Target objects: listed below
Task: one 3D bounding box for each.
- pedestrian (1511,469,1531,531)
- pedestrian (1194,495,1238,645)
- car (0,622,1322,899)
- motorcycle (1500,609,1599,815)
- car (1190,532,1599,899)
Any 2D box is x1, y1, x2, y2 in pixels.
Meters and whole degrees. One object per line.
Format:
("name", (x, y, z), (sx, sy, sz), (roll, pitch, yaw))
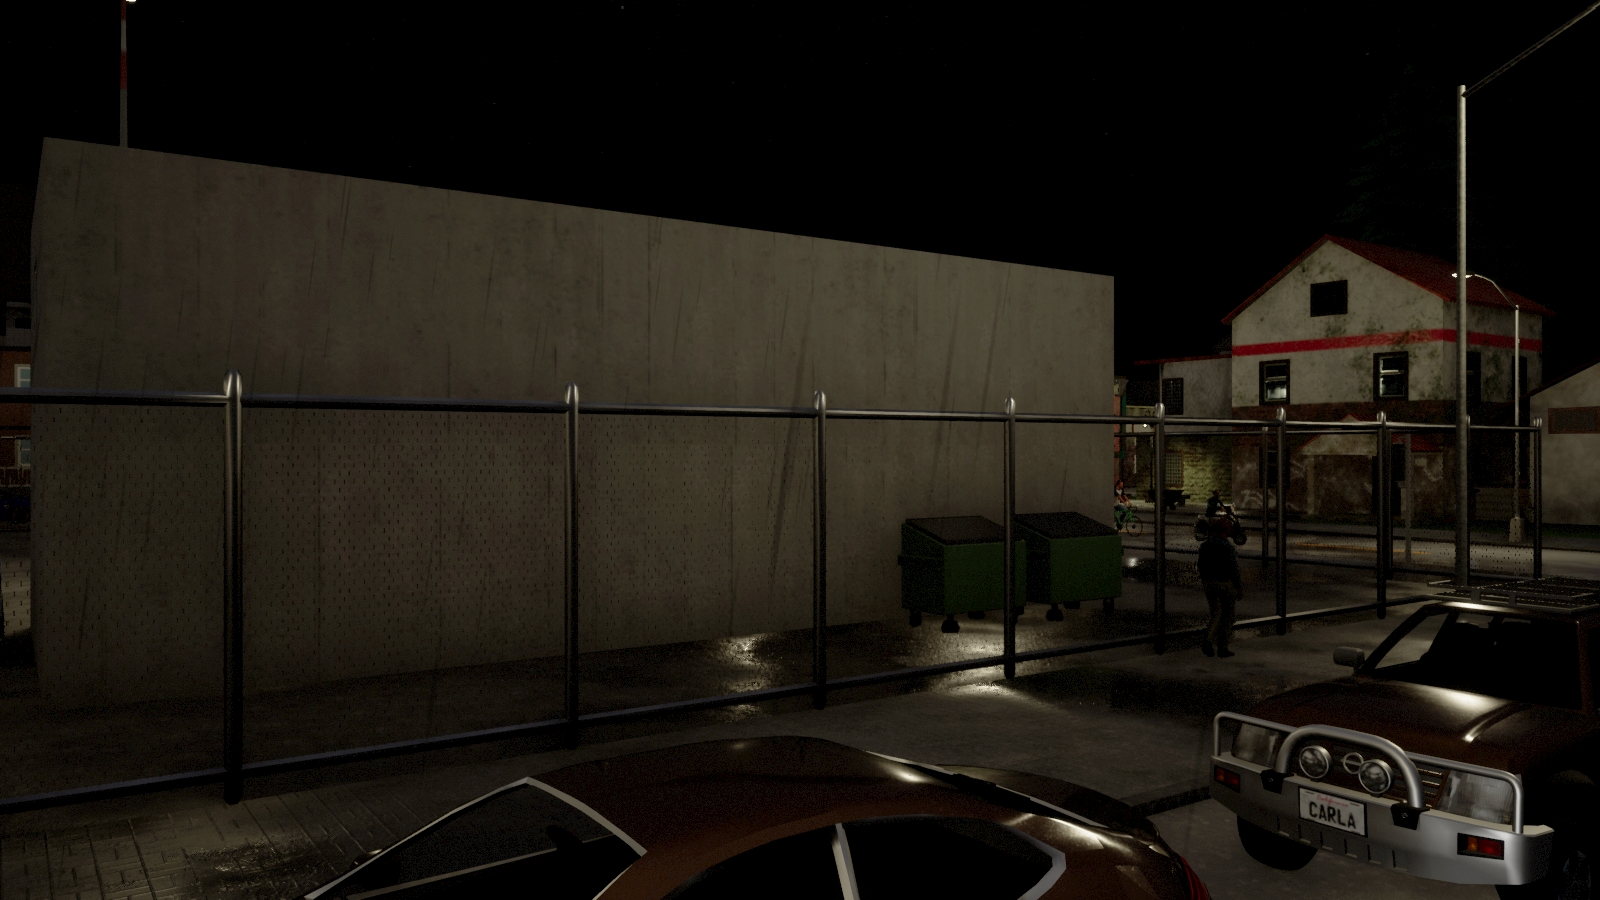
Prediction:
("pedestrian", (21.793, 1.510, 34.551), (0.375, 1.860, 0.375), (0, 0, -30))
("pedestrian", (5.306, 1.513, 14.563), (0.375, 1.860, 0.375), (0, 0, -35))
("car", (-0.619, 1.771, 3.955), (5.027, 1.651, 2.152), (0, 0, -35))
("motorcycle", (6.256, 1.958, 8.768), (1.805, 1.236, 0.856), (0, 0, -35))
("car", (4.948, 1.640, 7.839), (4.605, 1.855, 1.932), (0, 0, -35))
